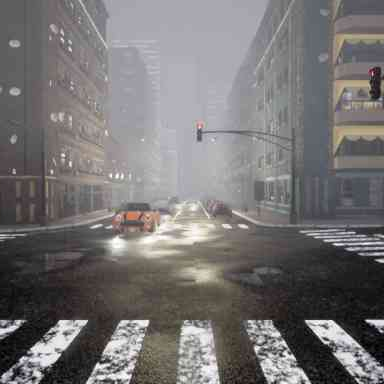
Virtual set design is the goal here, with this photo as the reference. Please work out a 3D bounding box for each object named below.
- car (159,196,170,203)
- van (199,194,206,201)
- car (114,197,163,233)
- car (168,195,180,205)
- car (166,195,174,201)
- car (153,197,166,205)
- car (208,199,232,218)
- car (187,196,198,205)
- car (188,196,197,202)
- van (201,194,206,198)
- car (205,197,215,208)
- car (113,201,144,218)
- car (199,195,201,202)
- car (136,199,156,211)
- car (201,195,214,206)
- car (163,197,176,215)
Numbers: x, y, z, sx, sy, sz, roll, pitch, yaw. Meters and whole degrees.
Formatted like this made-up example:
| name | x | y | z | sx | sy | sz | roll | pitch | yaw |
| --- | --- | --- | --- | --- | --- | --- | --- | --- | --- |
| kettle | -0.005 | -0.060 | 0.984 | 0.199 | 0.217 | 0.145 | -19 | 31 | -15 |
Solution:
| name | x | y | z | sx | sy | sz | roll | pitch | yaw |
| --- | --- | --- | --- | --- | --- | --- | --- | --- | --- |
| car | -5.657 | 1.604 | 69.030 | 1.802 | 1.307 | 4.206 | 0 | 0 | 0 |
| van | 2.730 | 1.377 | 85.584 | 1.690 | 1.788 | 3.998 | -1 | 0 | 0 |
| car | -3.087 | 1.351 | 19.374 | 2.097 | 1.767 | 4.553 | 0 | 0 | 0 |
| car | -3.026 | 1.521 | 57.271 | 1.837 | 1.490 | 4.892 | 0 | -1 | 0 |
| car | -5.649 | 1.561 | 85.431 | 1.752 | 1.417 | 4.829 | 0 | 0 | 0 |
| car | -5.664 | 1.560 | 57.984 | 1.887 | 1.381 | 4.507 | 0 | 0 | 0 |
| car | 2.702 | 1.584 | 30.349 | 1.802 | 1.307 | 4.206 | 0 | 0 | 0 |
| car | 0.034 | 1.542 | 59.806 | 1.812 | 1.442 | 4.674 | 0 | 0 | 0 |
| car | 0.040 | 1.450 | 69.842 | 1.895 | 1.301 | 4.718 | 0 | 0 | 0 |
| van | 2.712 | 1.353 | 52.443 | 1.690 | 1.788 | 3.998 | 0 | 0 | 0 |
| car | 2.705 | 1.570 | 35.873 | 1.947 | 1.339 | 4.313 | 0 | 0 | 0 |
| car | -5.679 | 1.568 | 30.366 | 1.947 | 1.339 | 4.313 | 0 | 0 | 0 |
| car | 2.717 | 1.581 | 57.967 | 1.947 | 1.339 | 4.313 | 0 | 0 | 0 |
| car | -5.673 | 1.572 | 41.413 | 1.947 | 1.339 | 4.313 | 0 | 0 | 0 |
| car | 2.711 | 1.553 | 46.919 | 1.887 | 1.381 | 4.507 | 0 | 0 | 0 |
| car | -3.080 | 1.550 | 34.494 | 2.033 | 1.411 | 5.357 | 0 | 0 | 0 |
